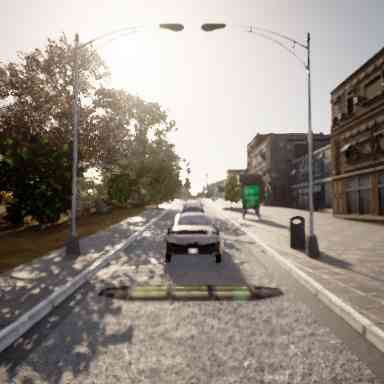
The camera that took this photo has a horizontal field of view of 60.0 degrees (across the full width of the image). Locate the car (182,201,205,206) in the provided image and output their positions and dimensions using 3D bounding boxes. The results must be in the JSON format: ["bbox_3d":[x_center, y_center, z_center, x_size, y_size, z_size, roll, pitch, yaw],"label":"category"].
[{"bbox_3d":[0.114,1.462,28.281,1.812,1.442,4.674,0,0,1],"label":"car"}]

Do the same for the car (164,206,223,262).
[{"bbox_3d":[0.063,1.490,12.110,2.128,1.511,4.902,0,0,1],"label":"car"}]
